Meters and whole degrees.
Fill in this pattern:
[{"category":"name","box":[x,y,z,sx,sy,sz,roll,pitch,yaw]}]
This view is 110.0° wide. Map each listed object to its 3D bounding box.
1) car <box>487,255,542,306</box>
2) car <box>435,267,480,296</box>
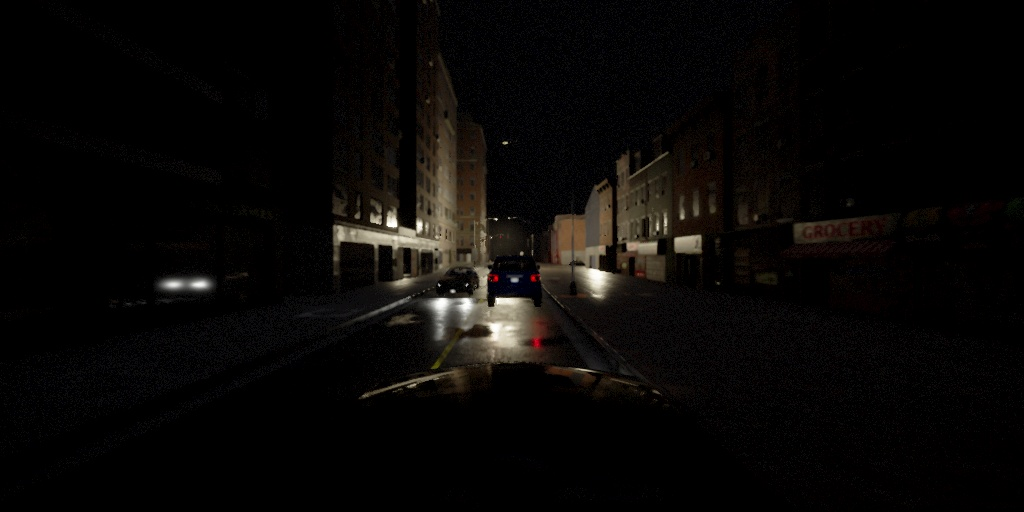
[{"category":"car","box":[0.097,0.983,15.886,2.150,2.045,5.566,0,0,0]},{"category":"car","box":[-2.819,1.313,19.785,2.033,1.411,5.357,0,0,0]}]
